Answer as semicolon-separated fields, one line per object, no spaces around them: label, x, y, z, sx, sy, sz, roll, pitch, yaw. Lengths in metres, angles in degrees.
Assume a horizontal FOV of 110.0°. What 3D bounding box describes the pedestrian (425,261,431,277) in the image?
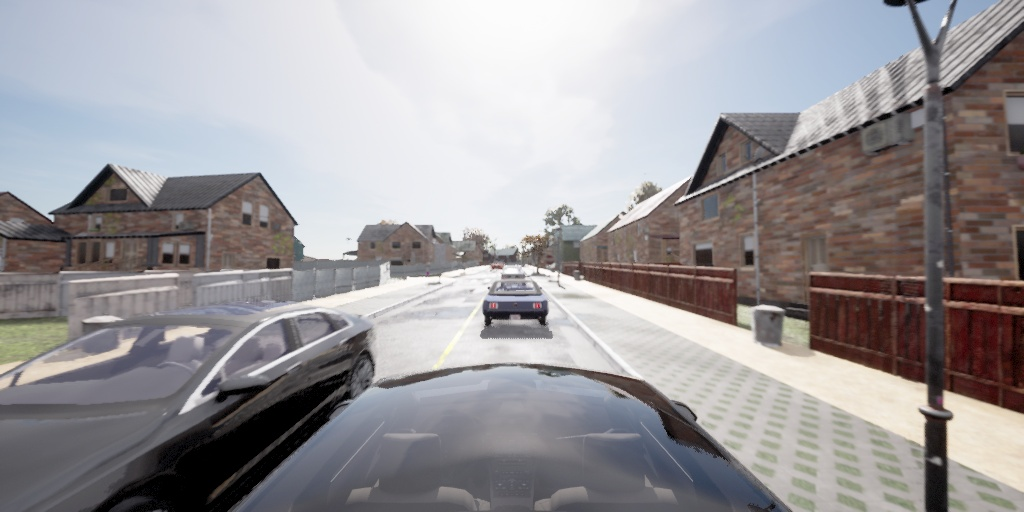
pedestrian;-9.930;1.503;42.277;0.375;1.860;0.375;0;-2;5

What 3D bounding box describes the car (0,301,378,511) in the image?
car;-2.849;1.251;3.283;2.128;1.511;4.902;0;0;0

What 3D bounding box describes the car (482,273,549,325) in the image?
car;0.096;1.421;12.131;1.895;1.301;4.718;0;0;0

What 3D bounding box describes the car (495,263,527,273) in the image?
car;0.087;1.476;25.951;2.033;1.411;5.357;0;-1;0
